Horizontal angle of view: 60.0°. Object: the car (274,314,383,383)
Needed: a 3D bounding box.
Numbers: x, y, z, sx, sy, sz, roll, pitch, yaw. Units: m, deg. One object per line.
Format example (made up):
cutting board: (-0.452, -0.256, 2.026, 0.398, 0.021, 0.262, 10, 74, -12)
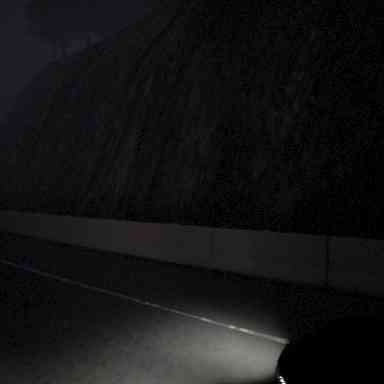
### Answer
car: (2.936, 1.503, 1.975, 4.892, 1.490, 1.837, 0, 0, 35)
